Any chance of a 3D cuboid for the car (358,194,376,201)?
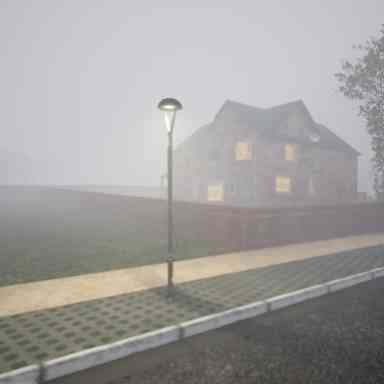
[{"bbox_3d":[23.948,0.641,47.579,2.033,1.411,5.357,1,2,-4],"label":"car"}]
